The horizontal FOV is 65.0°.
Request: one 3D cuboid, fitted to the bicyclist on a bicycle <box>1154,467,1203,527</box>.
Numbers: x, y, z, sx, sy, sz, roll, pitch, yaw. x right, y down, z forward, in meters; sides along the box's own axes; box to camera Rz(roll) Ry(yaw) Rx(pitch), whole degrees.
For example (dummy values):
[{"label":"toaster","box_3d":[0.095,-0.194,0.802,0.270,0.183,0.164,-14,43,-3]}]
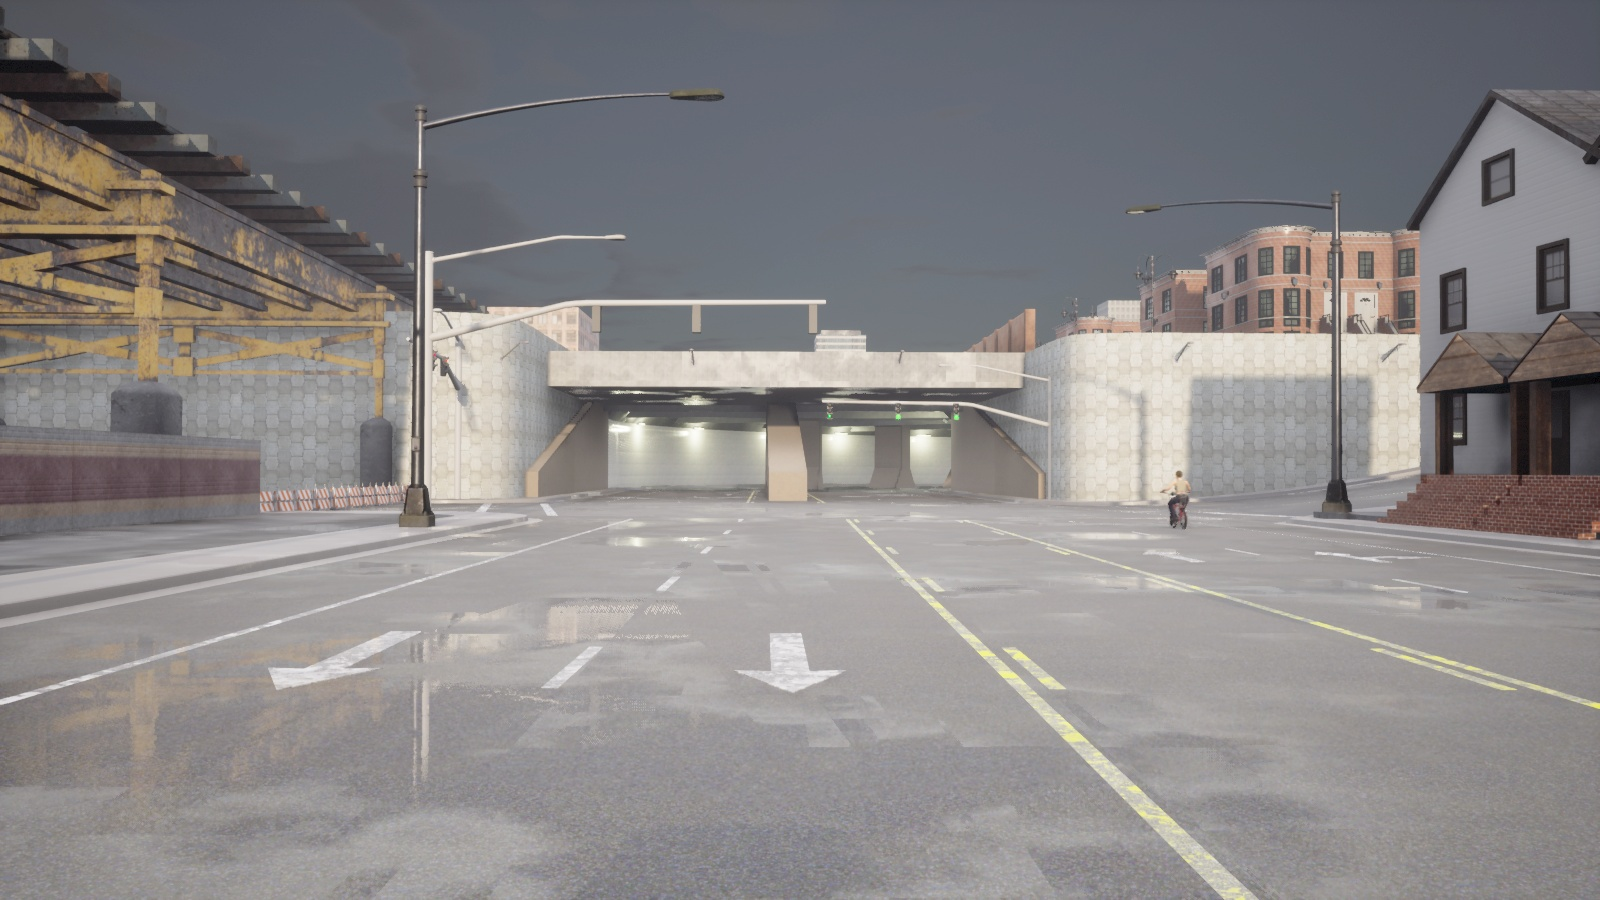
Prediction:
[{"label":"bicyclist on a bicycle","box_3d":[10.411,1.290,34.612,0.866,1.612,1.509,0,-2,0]}]
